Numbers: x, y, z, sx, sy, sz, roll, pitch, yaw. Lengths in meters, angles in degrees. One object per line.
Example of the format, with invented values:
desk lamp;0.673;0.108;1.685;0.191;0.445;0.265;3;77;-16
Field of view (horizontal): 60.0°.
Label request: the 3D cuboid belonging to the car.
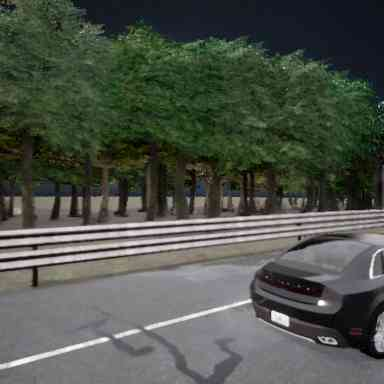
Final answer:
car;3.196;1.511;6.022;4.892;1.490;1.837;0;0;-35
